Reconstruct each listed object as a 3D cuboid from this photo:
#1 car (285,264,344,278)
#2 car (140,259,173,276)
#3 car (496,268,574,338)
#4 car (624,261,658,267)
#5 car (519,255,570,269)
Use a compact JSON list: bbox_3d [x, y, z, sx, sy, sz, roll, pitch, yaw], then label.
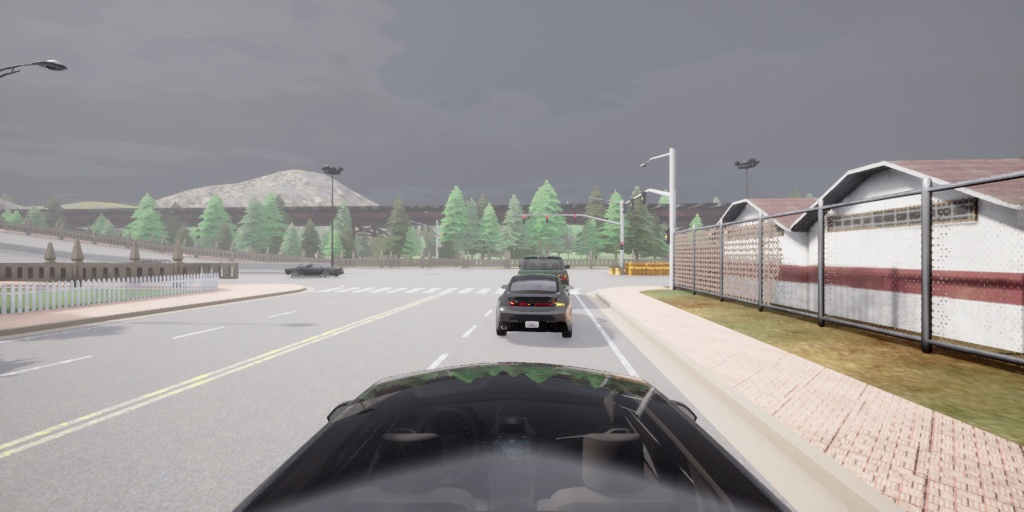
[{"bbox_3d":[-18.149,1.350,33.085,4.718,1.301,1.895,0,0,4],"label":"car"},{"bbox_3d":[-29.321,1.079,30.347,4.553,1.767,2.097,1,0,4],"label":"car"},{"bbox_3d":[0.695,1.255,10.264,1.837,1.490,4.892,0,0,6],"label":"car"},{"bbox_3d":[15.737,1.350,41.492,4.718,1.301,1.895,0,0,4],"label":"car"},{"bbox_3d":[1.449,0.971,16.276,2.150,2.045,5.566,0,0,7],"label":"car"}]
